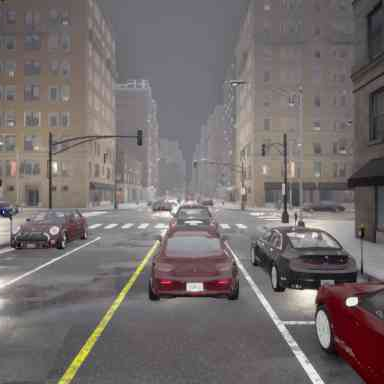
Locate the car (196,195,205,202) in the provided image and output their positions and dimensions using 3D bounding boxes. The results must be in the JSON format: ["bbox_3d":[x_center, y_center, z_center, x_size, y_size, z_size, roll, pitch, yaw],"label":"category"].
[{"bbox_3d":[2.056,1.561,80.157,1.967,1.590,4.097,0,0,-1],"label":"car"}]

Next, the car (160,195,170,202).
[{"bbox_3d":[-6.469,1.560,80.061,1.967,1.590,4.097,0,0,-1],"label":"car"}]

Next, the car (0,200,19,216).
[{"bbox_3d":[-17.175,1.124,26.890,5.566,2.045,2.150,0,0,0],"label":"car"}]

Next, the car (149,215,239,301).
[{"bbox_3d":[0.012,1.528,8.233,1.812,1.442,4.674,0,0,-1],"label":"car"}]

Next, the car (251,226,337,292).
[{"bbox_3d":[2.651,1.553,8.697,2.008,1.369,4.403,0,0,0],"label":"car"}]

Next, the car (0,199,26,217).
[{"bbox_3d":[-18.053,1.416,30.130,4.902,1.511,2.128,0,0,-1],"label":"car"}]

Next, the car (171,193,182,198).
[{"bbox_3d":[-3.483,1.302,67.670,2.150,2.045,5.566,0,0,0],"label":"car"}]

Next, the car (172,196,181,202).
[{"bbox_3d":[-3.618,1.669,80.272,1.994,1.385,4.181,0,0,-1],"label":"car"}]

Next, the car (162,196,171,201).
[{"bbox_3d":[-6.537,1.723,85.568,1.802,1.307,4.206,0,0,-1],"label":"car"}]

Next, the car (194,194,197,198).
[{"bbox_3d":[2.192,1.400,69.144,2.192,1.841,5.009,0,0,-1],"label":"car"}]

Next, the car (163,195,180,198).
[{"bbox_3d":[-3.394,1.575,54.494,1.812,1.442,4.674,0,0,-1],"label":"car"}]

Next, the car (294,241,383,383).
[{"bbox_3d":[2.667,1.545,3.206,1.887,1.381,4.507,0,0,0],"label":"car"}]

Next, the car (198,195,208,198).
[{"bbox_3d":[2.393,1.591,52.623,1.887,1.381,4.507,0,0,-1],"label":"car"}]

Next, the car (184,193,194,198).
[{"bbox_3d":[-0.606,1.343,79.348,2.150,2.045,5.566,0,0,-1],"label":"car"}]

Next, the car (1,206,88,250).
[{"bbox_3d":[-5.890,1.445,14.161,1.967,1.590,4.097,0,0,0],"label":"car"}]

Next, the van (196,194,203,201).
[{"bbox_3d":[1.989,1.482,85.665,1.690,1.788,3.998,0,0,-1],"label":"van"}]

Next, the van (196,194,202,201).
[{"bbox_3d":[1.921,1.505,91.171,1.690,1.788,3.998,0,0,-1],"label":"van"}]

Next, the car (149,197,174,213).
[{"bbox_3d":[-3.210,1.584,36.651,1.994,1.385,4.181,0,0,0],"label":"car"}]

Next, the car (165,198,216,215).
[{"bbox_3d":[0.055,1.358,15.537,2.097,1.767,4.553,0,0,0],"label":"car"}]

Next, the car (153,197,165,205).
[{"bbox_3d":[-6.267,1.614,63.538,1.887,1.381,4.507,0,0,-1],"label":"car"}]

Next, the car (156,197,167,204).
[{"bbox_3d":[-6.335,1.666,69.045,1.802,1.307,4.206,0,0,-1],"label":"car"}]

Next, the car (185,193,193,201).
[{"bbox_3d":[-0.738,1.384,90.066,2.150,2.045,5.566,0,0,-1],"label":"car"}]

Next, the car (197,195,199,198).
[{"bbox_3d":[2.326,1.623,58.130,1.947,1.339,4.313,0,0,-1],"label":"car"}]

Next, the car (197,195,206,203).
[{"bbox_3d":[2.123,1.542,74.651,1.967,1.590,4.097,0,0,-1],"label":"car"}]

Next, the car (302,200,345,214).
[{"bbox_3d":[14.607,1.648,37.120,4.674,1.442,1.812,0,0,1],"label":"car"}]

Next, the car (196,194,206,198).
[{"bbox_3d":[2.256,1.596,63.807,1.752,1.417,4.829,0,0,-1],"label":"car"}]

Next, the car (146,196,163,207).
[{"bbox_3d":[-6.131,1.596,52.522,2.008,1.369,4.403,0,0,-1],"label":"car"}]
